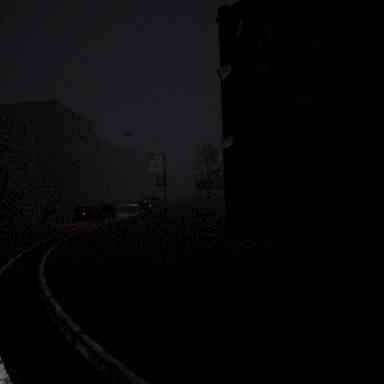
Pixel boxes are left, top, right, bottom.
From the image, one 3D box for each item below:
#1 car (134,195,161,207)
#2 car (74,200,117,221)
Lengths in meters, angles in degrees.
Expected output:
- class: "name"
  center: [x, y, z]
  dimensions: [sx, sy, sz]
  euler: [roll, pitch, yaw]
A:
- class: "car"
  center: [-5.433, 1.181, 43.131]
  dimensions: [2.033, 1.411, 5.357]
  euler: [-2, 1, 7]
- class: "car"
  center: [-7.495, 1.374, 26.294]
  dimensions: [1.882, 1.535, 5.008]
  euler: [-2, 0, 7]
